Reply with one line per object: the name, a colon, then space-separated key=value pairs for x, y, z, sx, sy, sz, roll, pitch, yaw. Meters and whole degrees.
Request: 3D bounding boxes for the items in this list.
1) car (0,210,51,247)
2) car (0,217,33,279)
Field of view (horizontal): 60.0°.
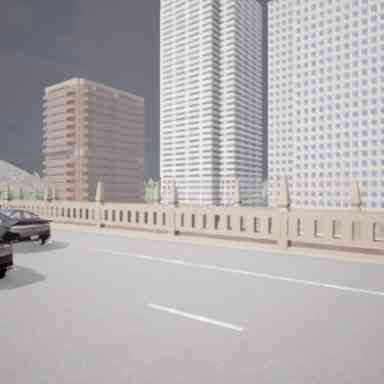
car: x=-7.894 y=1.492 z=13.928 sx=4.902 sy=1.511 sz=2.128 roll=0 pitch=0 yaw=36
car: x=-6.571 y=1.492 z=8.683 sx=4.902 sy=1.511 sz=2.128 roll=0 pitch=0 yaw=36
